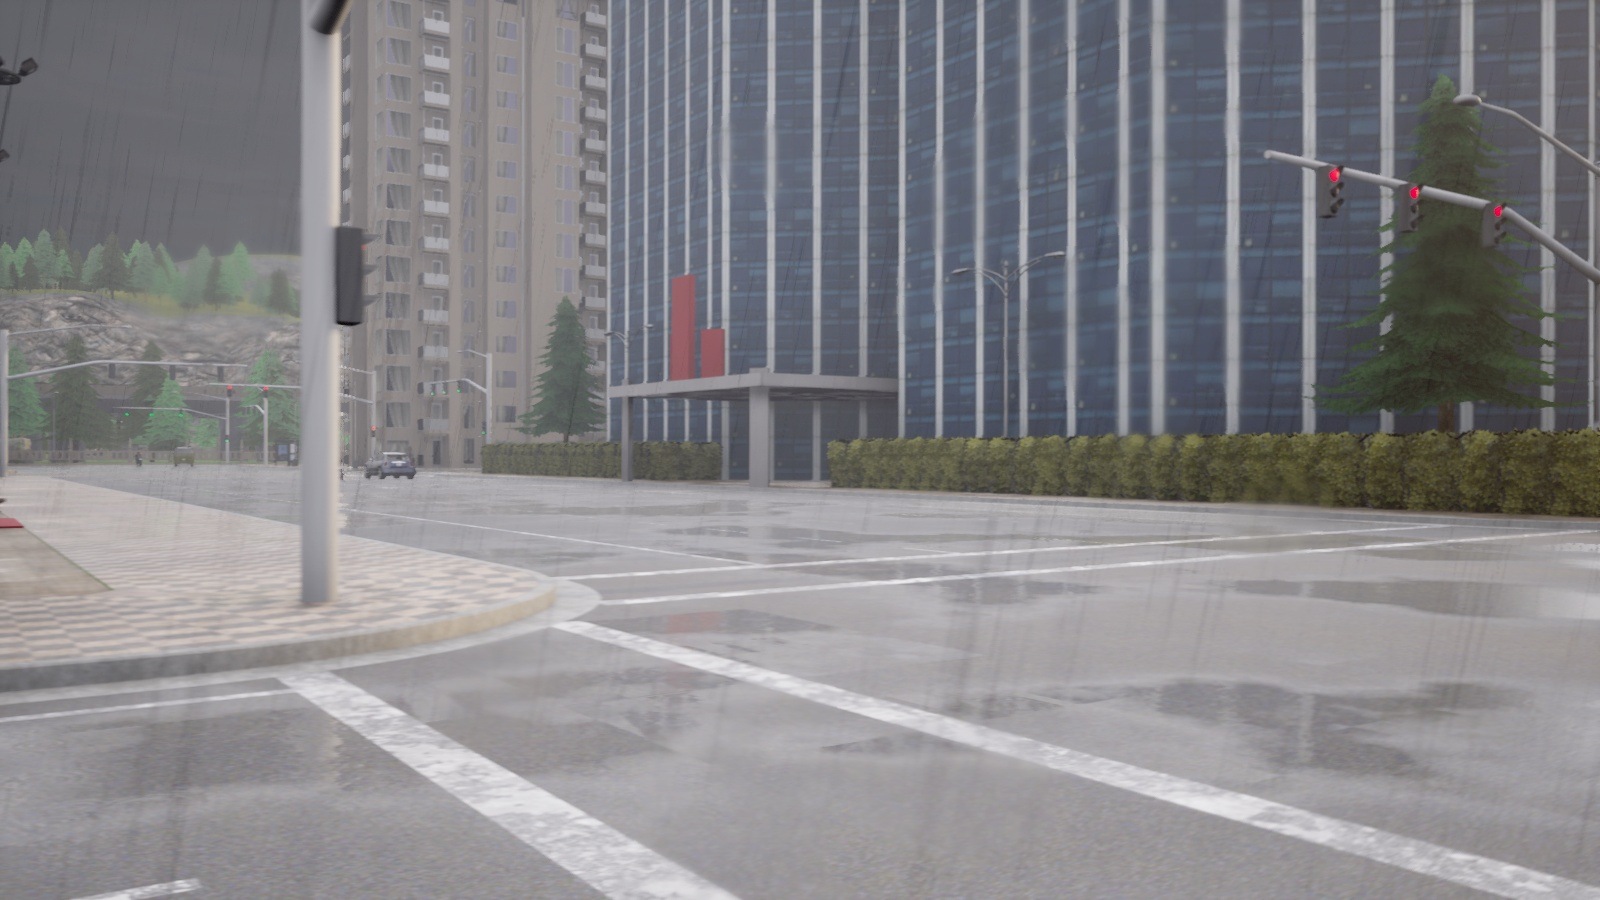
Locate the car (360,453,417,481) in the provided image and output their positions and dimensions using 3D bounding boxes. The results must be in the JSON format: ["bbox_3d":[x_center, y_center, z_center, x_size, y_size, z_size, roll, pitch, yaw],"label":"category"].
[{"bbox_3d":[-22.828,0.931,69.617,1.970,1.475,3.806,0,0,-35],"label":"car"}]
